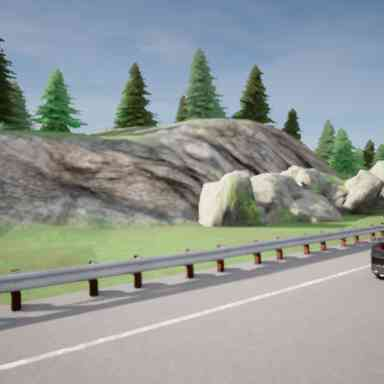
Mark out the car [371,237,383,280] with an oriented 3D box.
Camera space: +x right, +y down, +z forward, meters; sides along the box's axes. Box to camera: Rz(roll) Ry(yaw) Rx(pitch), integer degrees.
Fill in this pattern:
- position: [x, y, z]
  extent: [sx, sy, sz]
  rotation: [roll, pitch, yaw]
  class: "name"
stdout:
- position: [6.515, 1.513, 8.762]
  extent: [4.892, 1.490, 1.837]
  rotation: [0, 0, -38]
  class: "car"
